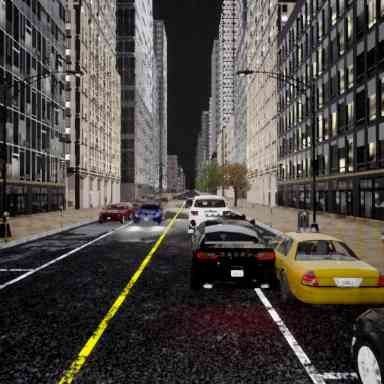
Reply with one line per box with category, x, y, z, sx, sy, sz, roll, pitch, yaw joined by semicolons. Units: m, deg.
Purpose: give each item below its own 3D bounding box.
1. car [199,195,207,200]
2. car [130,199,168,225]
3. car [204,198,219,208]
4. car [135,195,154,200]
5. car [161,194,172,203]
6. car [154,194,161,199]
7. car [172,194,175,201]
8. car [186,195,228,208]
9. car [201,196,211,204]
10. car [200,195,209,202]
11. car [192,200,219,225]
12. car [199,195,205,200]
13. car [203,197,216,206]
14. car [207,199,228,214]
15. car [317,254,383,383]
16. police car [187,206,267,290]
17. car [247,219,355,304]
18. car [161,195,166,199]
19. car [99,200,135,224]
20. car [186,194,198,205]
car;2.773;1.410;87.346;1.887;1.381;4.507;1;0;0
car;-2.980;1.515;24.031;1.812;1.442;4.674;0;0;0
car;2.737;1.542;47.622;1.802;1.307;4.206;1;0;0
car;-5.652;1.416;36.293;1.967;1.590;4.097;0;0;0
car;-5.626;1.241;64.670;2.192;1.841;5.009;1;0;0
car;-5.646;1.284;41.968;2.192;1.841;5.009;0;0;0
car;-5.617;1.338;76.021;1.967;1.590;4.097;1;0;0
car;0.916;1.218;19.166;2.150;2.045;5.566;0;0;0
car;2.753;1.451;64.817;1.752;1.417;4.829;1;0;0
car;2.763;1.463;75.996;1.947;1.339;4.313;1;0;0
car;0.921;1.466;25.136;1.882;1.535;5.008;0;0;0
car;2.778;1.430;93.019;1.802;1.307;4.206;1;0;0
car;2.743;1.532;53.297;1.802;1.307;4.206;1;0;0
car;2.727;1.542;36.273;1.947;1.339;4.313;0;0;0
car;2.697;1.551;2.222;2.008;1.369;4.403;0;0;0
police car;0.907;1.424;9.246;1.930;1.638;5.238;0;0;0
car;2.702;1.524;8.069;1.752;1.417;4.829;0;0;0
car;-5.638;1.532;53.318;1.802;1.307;4.206;1;0;0
car;-5.663;1.533;24.940;1.887;1.381;4.507;0;0;0
car;0.051;1.289;59.590;2.097;1.767;4.553;0;0;0
